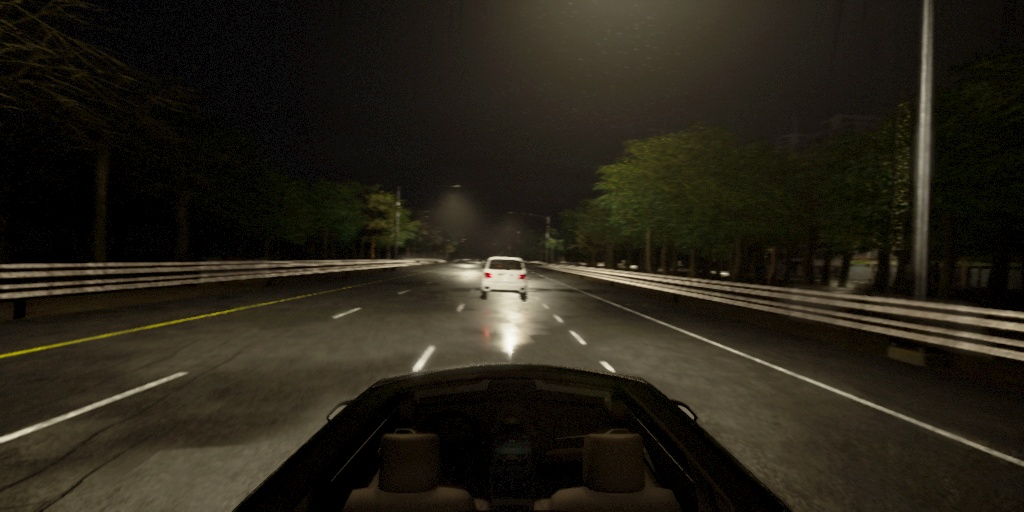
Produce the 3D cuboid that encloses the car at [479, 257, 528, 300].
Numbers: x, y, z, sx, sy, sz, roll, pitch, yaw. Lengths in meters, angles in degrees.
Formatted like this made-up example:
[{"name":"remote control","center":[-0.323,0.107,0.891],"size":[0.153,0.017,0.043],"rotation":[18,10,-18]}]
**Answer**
[{"name":"car","center":[-0.414,1.081,18.716],"size":[2.150,2.045,5.566],"rotation":[2,0,-2]}]
